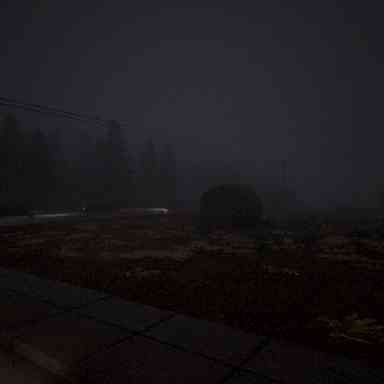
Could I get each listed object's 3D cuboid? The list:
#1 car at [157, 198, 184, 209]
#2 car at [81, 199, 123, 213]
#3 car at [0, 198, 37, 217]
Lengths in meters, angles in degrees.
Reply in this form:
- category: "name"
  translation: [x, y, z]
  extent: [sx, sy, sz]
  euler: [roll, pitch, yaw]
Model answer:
- category: "car"
  translation: [-2.938, 1.553, 46.658]
  extent: [1.812, 1.442, 4.674]
  euler: [0, 0, 37]
- category: "car"
  translation: [-10.004, 1.518, 37.157]
  extent: [2.128, 1.511, 4.902]
  euler: [0, 0, 37]
- category: "car"
  translation: [-16.081, 1.379, 28.962]
  extent: [2.097, 1.767, 4.553]
  euler: [0, 0, 37]
